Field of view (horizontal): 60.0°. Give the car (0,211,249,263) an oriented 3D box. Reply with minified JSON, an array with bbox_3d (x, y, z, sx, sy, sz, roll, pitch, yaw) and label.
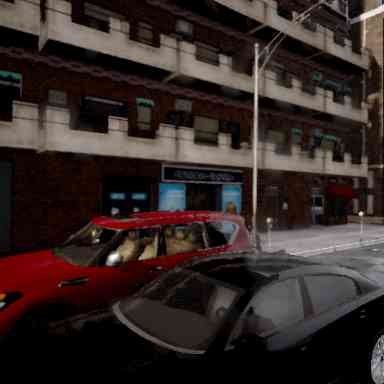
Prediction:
[{"bbox_3d":[-1.012,1.318,5.819,5.009,1.841,2.192,0,1,-35],"label":"car"}]

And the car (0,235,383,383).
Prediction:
[{"bbox_3d":[0.458,1.481,3.705,5.008,1.535,1.882,0,0,-35],"label":"car"}]
